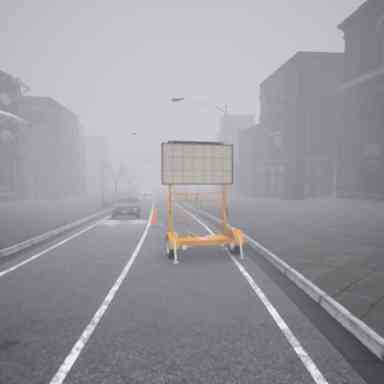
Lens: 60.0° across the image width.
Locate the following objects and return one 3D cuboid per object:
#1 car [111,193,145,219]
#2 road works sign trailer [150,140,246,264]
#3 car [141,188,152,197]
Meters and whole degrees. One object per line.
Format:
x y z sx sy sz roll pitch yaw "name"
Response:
-4.562 1.032 23.766 1.837 1.490 4.892 0 0 -6 "car"
0.140 0.163 10.845 2.380 3.560 2.880 -1 1 -16 "road works sign trailer"
-8.744 0.072 63.606 1.812 1.442 4.674 0 3 -6 "car"
